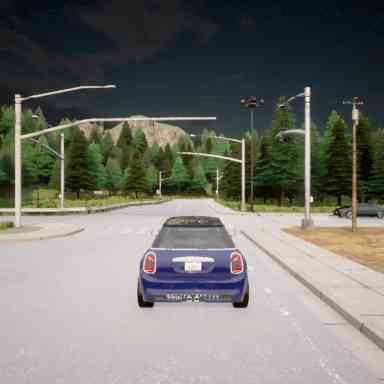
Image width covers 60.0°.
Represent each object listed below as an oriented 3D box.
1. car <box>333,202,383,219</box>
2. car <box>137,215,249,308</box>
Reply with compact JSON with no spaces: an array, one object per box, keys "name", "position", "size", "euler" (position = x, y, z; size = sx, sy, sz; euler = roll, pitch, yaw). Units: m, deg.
[{"name":"car","position":[14.499,1.591,28.718],"size":[4.181,1.385,1.994],"euler":[0,0,1]},{"name":"car","position":[0.037,1.348,8.090],"size":[2.097,1.767,4.553],"euler":[0,0,0]}]
